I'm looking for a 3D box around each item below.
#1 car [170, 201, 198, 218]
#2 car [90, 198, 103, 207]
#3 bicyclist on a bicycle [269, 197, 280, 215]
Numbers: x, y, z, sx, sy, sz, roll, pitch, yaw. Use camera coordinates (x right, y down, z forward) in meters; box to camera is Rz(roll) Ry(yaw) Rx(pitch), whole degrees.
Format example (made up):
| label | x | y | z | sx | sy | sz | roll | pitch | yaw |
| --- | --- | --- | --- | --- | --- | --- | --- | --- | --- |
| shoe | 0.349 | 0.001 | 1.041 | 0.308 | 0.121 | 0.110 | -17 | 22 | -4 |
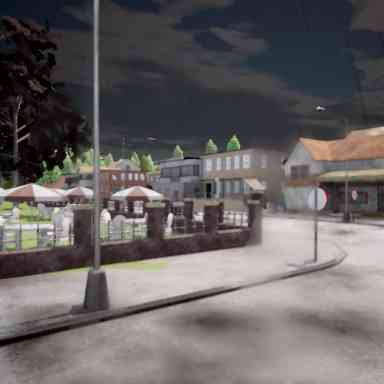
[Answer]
| label | x | y | z | sx | sy | sz | roll | pitch | yaw |
| --- | --- | --- | --- | --- | --- | --- | --- | --- | --- |
| car | -1.556 | 1.538 | 30.357 | 2.033 | 1.411 | 5.357 | 0 | 0 | -35 |
| car | -14.764 | 1.342 | 49.064 | 2.097 | 1.767 | 4.553 | 0 | 0 | -35 |
| bicyclist on a bicycle | 7.840 | 1.338 | 31.637 | 1.656 | 1.620 | 0.582 | 0 | 0 | -35 |
